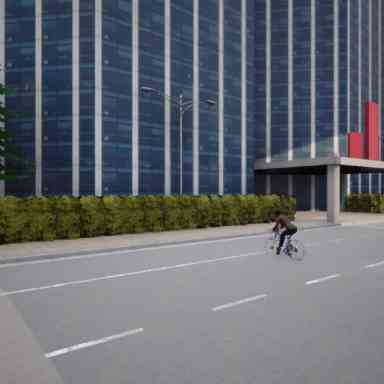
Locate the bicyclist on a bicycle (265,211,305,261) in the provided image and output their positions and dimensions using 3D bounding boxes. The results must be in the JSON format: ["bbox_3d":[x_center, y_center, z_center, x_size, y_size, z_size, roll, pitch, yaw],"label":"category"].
[{"bbox_3d":[3.065,1.455,11.187,0.582,1.620,1.656,0,-2,-37],"label":"bicyclist on a bicycle"}]
